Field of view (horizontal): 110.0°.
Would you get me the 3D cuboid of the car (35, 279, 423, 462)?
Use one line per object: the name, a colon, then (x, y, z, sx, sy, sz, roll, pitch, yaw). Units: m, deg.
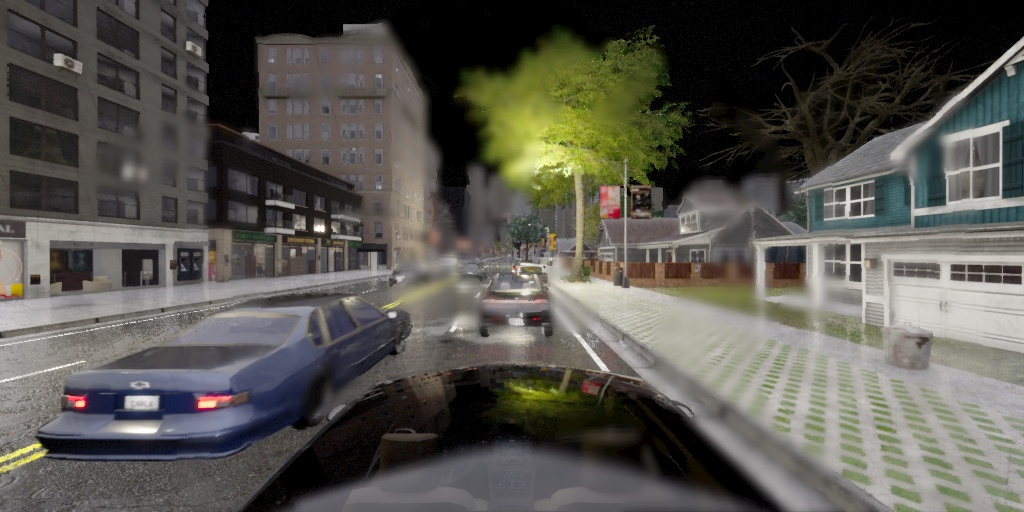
car: (-3.141, 1.296, 5.562, 2.033, 1.411, 5.357, 0, 0, 0)

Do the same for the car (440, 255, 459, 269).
car: (-9.690, 0.928, 56.098, 2.150, 2.045, 5.566, 0, 0, 0)

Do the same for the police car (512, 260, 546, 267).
police car: (1.025, 1.165, 20.520, 1.930, 1.638, 5.238, 0, 0, 0)

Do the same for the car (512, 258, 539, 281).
car: (1.051, 1.081, 30.380, 2.097, 1.767, 4.553, 0, 0, 0)

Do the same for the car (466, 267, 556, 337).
car: (0.121, 1.239, 10.270, 2.128, 1.511, 4.902, 0, 0, 0)

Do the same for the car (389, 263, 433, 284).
car: (-6.540, 1.228, 23.577, 2.128, 1.511, 4.902, 0, 0, 0)

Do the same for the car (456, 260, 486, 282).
car: (-3.077, 1.295, 29.236, 1.994, 1.385, 4.181, 0, 0, 0)
